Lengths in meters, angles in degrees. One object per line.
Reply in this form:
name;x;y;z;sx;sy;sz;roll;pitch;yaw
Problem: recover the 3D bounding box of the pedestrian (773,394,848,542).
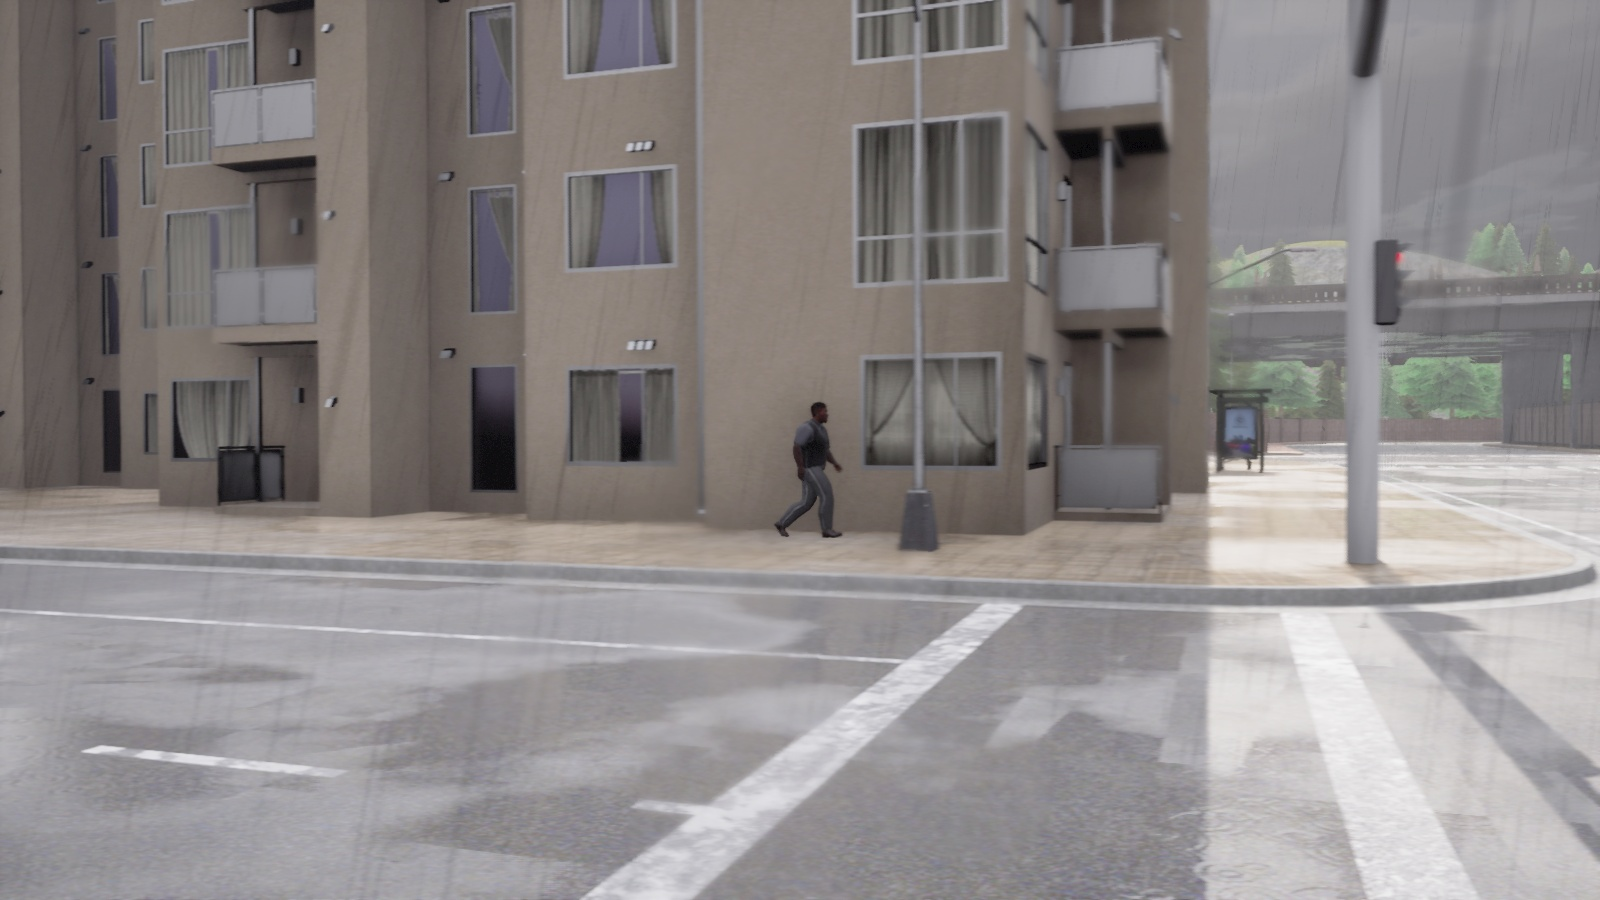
pedestrian;0.138;0.223;16.371;0.849;1.883;0.563;0;1;15
